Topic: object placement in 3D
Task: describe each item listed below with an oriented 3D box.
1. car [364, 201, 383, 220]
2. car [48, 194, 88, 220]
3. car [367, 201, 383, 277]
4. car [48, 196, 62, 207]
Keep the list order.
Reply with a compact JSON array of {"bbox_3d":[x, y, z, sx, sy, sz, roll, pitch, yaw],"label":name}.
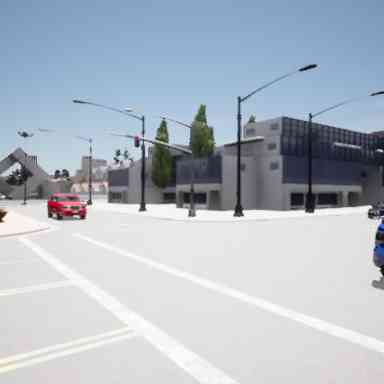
[{"bbox_3d":[17.198,1.571,29.155,4.892,1.490,1.837,0,0,-37],"label":"car"},{"bbox_3d":[-10.647,1.201,28.159,2.150,2.045,5.566,0,0,-35],"label":"car"},{"bbox_3d":[6.942,1.233,8.699,5.566,2.045,2.150,0,0,-35],"label":"car"},{"bbox_3d":[-22.136,1.483,53.776,1.882,1.535,5.008,0,0,-20],"label":"car"}]
